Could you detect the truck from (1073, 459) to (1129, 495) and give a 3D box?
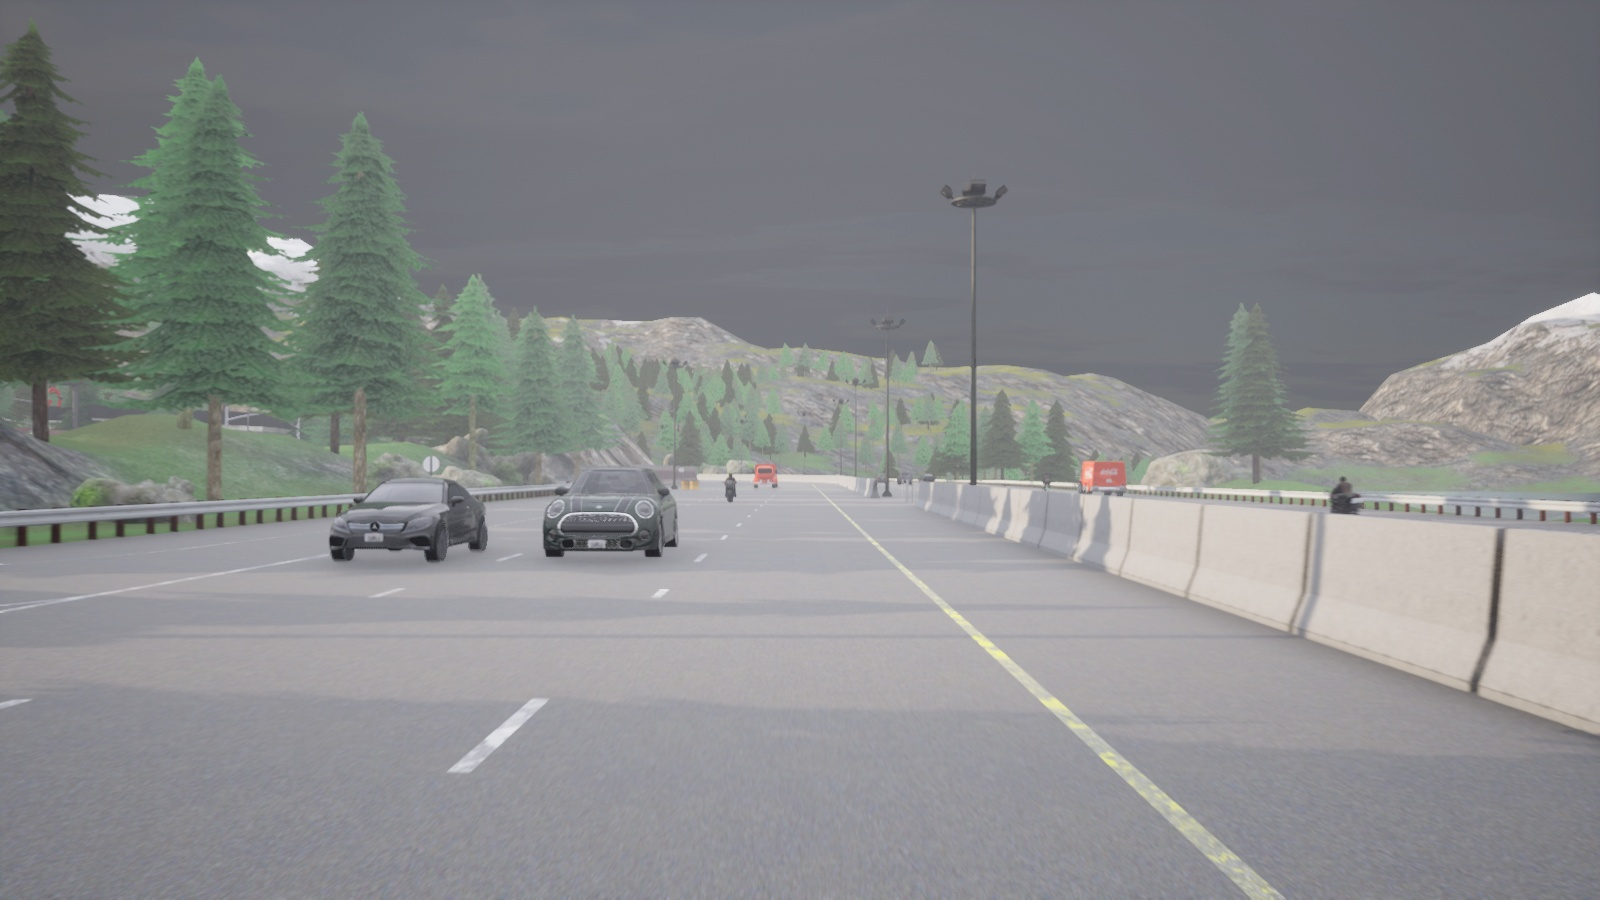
[{"bbox_3d":[20.952,1.866,87.725,2.627,2.467,5.204,0,-1,0],"label":"truck"}]

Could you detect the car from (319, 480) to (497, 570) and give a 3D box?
[{"bbox_3d":[-7.057,1.298,23.131,1.812,1.442,4.674,0,-1,0],"label":"car"}]

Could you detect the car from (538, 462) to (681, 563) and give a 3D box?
[{"bbox_3d":[-3.559,1.138,24.320,2.097,1.767,4.553,0,-1,0],"label":"car"}]

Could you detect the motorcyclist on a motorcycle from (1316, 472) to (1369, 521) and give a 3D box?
[{"bbox_3d":[17.438,1.474,40.402,0.797,1.523,2.044,0,-1,0],"label":"motorcyclist on a motorcycle"}]

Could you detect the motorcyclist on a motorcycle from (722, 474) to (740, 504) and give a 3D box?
[{"bbox_3d":[-3.554,2.005,64.613,0.797,1.523,2.044,0,-1,0],"label":"motorcyclist on a motorcycle"}]
